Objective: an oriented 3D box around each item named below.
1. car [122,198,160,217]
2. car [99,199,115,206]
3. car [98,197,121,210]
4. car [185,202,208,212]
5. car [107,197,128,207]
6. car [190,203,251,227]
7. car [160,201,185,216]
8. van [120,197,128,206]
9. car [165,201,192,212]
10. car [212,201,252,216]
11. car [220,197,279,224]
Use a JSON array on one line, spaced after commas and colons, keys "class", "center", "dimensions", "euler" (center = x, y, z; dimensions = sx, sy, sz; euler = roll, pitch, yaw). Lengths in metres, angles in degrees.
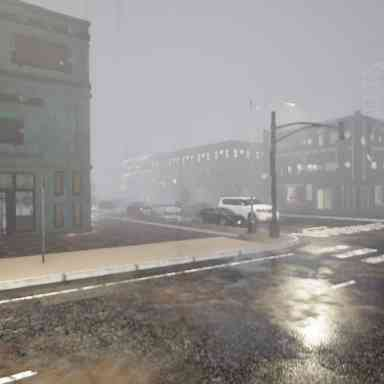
[{"class": "car", "center": [-5.690, 1.830, 36.765], "dimensions": [1.967, 1.590, 4.097], "euler": [-2, 0, -35]}, {"class": "car", "center": [-17.622, 2.203, 68.872], "dimensions": [1.887, 1.381, 4.507], "euler": [-2, 0, -35]}, {"class": "car", "center": [-13.469, 2.033, 52.784], "dimensions": [1.882, 1.535, 5.008], "euler": [-1, 0, -34]}, {"class": "car", "center": [1.214, 1.878, 41.520], "dimensions": [1.802, 1.307, 4.206], "euler": [-2, 0, -35]}, {"class": "car", "center": [-14.488, 1.915, 64.313], "dimensions": [2.192, 1.841, 5.009], "euler": [-2, 0, -35]}, {"class": "car", "center": [2.083, 1.798, 25.267], "dimensions": [1.947, 1.339, 4.313], "euler": [-2, 0, -35]}, {"class": "car", "center": [-3.176, 1.954, 37.702], "dimensions": [1.895, 1.301, 4.718], "euler": [-1, 0, -35]}, {"class": "van", "center": [-11.348, 1.882, 59.754], "dimensions": [1.690, 1.788, 3.998], "euler": [-2, 0, -35]}, {"class": "car", "center": [-1.924, 1.940, 46.078], "dimensions": [1.802, 1.307, 4.206], "euler": [-2, 0, -35]}, {"class": "car", "center": [4.352, 1.784, 36.960], "dimensions": [2.008, 1.369, 4.403], "euler": [-2, 0, -35]}, {"class": "car", "center": [4.336, 1.423, 26.784], "dimensions": [2.150, 2.045, 5.566], "euler": [-1, 0, -35]}]
